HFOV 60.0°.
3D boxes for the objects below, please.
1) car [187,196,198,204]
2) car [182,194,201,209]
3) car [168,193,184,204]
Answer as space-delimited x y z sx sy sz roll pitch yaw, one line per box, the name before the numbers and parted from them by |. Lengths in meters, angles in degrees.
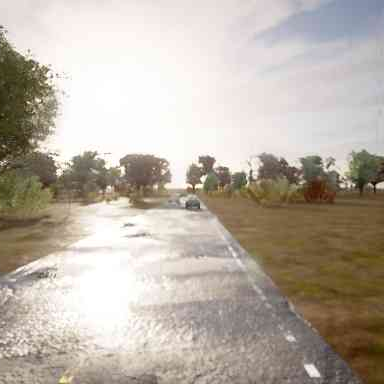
car | 0.098 1.402 57.657 1.895 1.301 4.718 0 0 0
car | 0.098 1.350 43.039 2.128 1.511 4.902 0 0 0
car | -3.047 1.293 57.395 2.128 1.511 4.902 0 0 1
